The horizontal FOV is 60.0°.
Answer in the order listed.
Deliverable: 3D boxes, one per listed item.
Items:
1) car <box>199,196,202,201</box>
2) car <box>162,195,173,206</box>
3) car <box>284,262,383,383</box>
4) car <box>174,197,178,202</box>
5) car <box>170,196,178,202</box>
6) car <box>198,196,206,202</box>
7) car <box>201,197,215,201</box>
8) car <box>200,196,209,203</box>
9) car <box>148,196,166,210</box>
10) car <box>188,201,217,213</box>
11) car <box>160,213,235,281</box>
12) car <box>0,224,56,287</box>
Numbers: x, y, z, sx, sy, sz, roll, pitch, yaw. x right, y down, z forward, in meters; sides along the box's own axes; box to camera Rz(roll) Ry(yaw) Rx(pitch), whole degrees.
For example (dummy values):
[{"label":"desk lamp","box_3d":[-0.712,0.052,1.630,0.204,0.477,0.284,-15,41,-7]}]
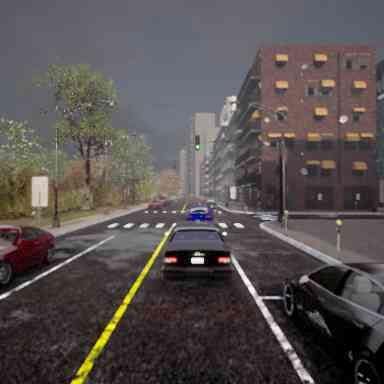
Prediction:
[{"label":"car","box_3d":[2.733,1.849,65.347,1.802,1.307,4.206,1,0,0]},{"label":"car","box_3d":[-5.161,1.553,58.867,2.192,1.841,5.009,1,0,0]},{"label":"car","box_3d":[2.583,1.583,4.482,1.947,1.339,4.313,1,0,0]},{"label":"car","box_3d":[-5.107,1.894,81.569,2.008,1.369,4.403,1,0,0]},{"label":"car","box_3d":[-5.079,1.951,92.922,2.008,1.369,4.403,1,0,0]},{"label":"car","box_3d":[2.803,1.949,93.762,1.887,1.381,4.507,0,0,0]},{"label":"car","box_3d":[2.691,1.743,48.298,2.008,1.369,4.403,1,0,0]},{"label":"car","box_3d":[2.762,1.760,76.714,1.967,1.590,4.097,1,0,0]},{"label":"car","box_3d":[-5.191,1.733,47.514,1.887,1.381,4.507,1,0,0]},{"label":"car","box_3d":[0.648,1.601,22.281,1.812,1.442,4.674,0,0,7]},{"label":"car","box_3d":[0.126,1.585,9.929,2.033,1.411,5.357,0,0,0]},{"label":"car","box_3d":[-5.285,1.618,9.399,1.802,1.307,4.206,1,0,0]}]
